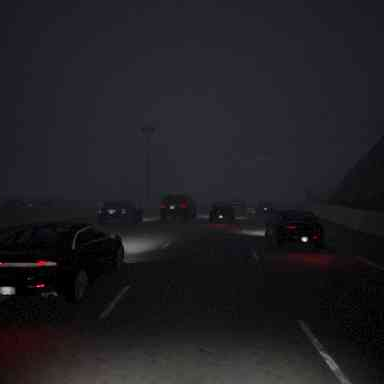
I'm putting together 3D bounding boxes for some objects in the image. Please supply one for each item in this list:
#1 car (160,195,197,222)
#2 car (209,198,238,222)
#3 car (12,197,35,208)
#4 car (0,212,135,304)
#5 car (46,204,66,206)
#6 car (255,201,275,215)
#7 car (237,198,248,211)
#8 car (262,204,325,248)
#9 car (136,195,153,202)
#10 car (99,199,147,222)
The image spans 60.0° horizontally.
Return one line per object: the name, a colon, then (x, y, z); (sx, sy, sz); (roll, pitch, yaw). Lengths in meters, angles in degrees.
car: (-1.004, 1.233, 27.007); (2.150, 2.045, 5.566); (0, 0, 9)
car: (2.456, 1.523, 26.276); (1.837, 1.490, 4.892); (0, 0, 9)
car: (-17.189, 1.341, 36.466); (2.097, 1.767, 4.553); (0, 0, 12)
car: (-3.068, 1.490, 8.172); (2.128, 1.511, 4.902); (0, 0, 3)
car: (-13.641, 1.559, 36.380); (1.994, 1.385, 4.181); (0, 0, 12)
car: (7.560, 1.594, 34.223); (1.994, 1.385, 4.181); (0, 0, 12)
car: (6.000, 1.537, 42.533); (1.837, 1.490, 4.892); (0, 0, 15)
car: (4.459, 1.520, 14.892); (1.837, 1.490, 4.892); (0, 0, 5)
car: (-11.170, 1.495, 78.140); (1.812, 1.442, 4.674); (0, 0, 23)
car: (-4.992, 1.355, 23.927); (2.097, 1.767, 4.553); (0, 0, 8)
